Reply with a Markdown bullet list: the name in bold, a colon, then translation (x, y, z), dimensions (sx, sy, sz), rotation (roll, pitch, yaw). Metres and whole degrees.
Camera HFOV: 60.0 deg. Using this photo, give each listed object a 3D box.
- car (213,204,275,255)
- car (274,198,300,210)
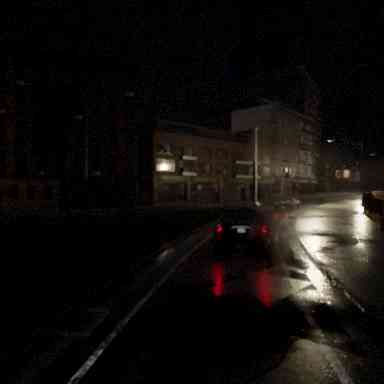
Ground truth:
- **car**: translation (2.173, 1.375, 13.818), dimensions (2.097, 1.767, 4.553), rotation (0, 0, 11)
- **car**: translation (10.406, 1.252, 36.139), dimensions (1.895, 1.301, 4.718), rotation (0, 2, 28)
